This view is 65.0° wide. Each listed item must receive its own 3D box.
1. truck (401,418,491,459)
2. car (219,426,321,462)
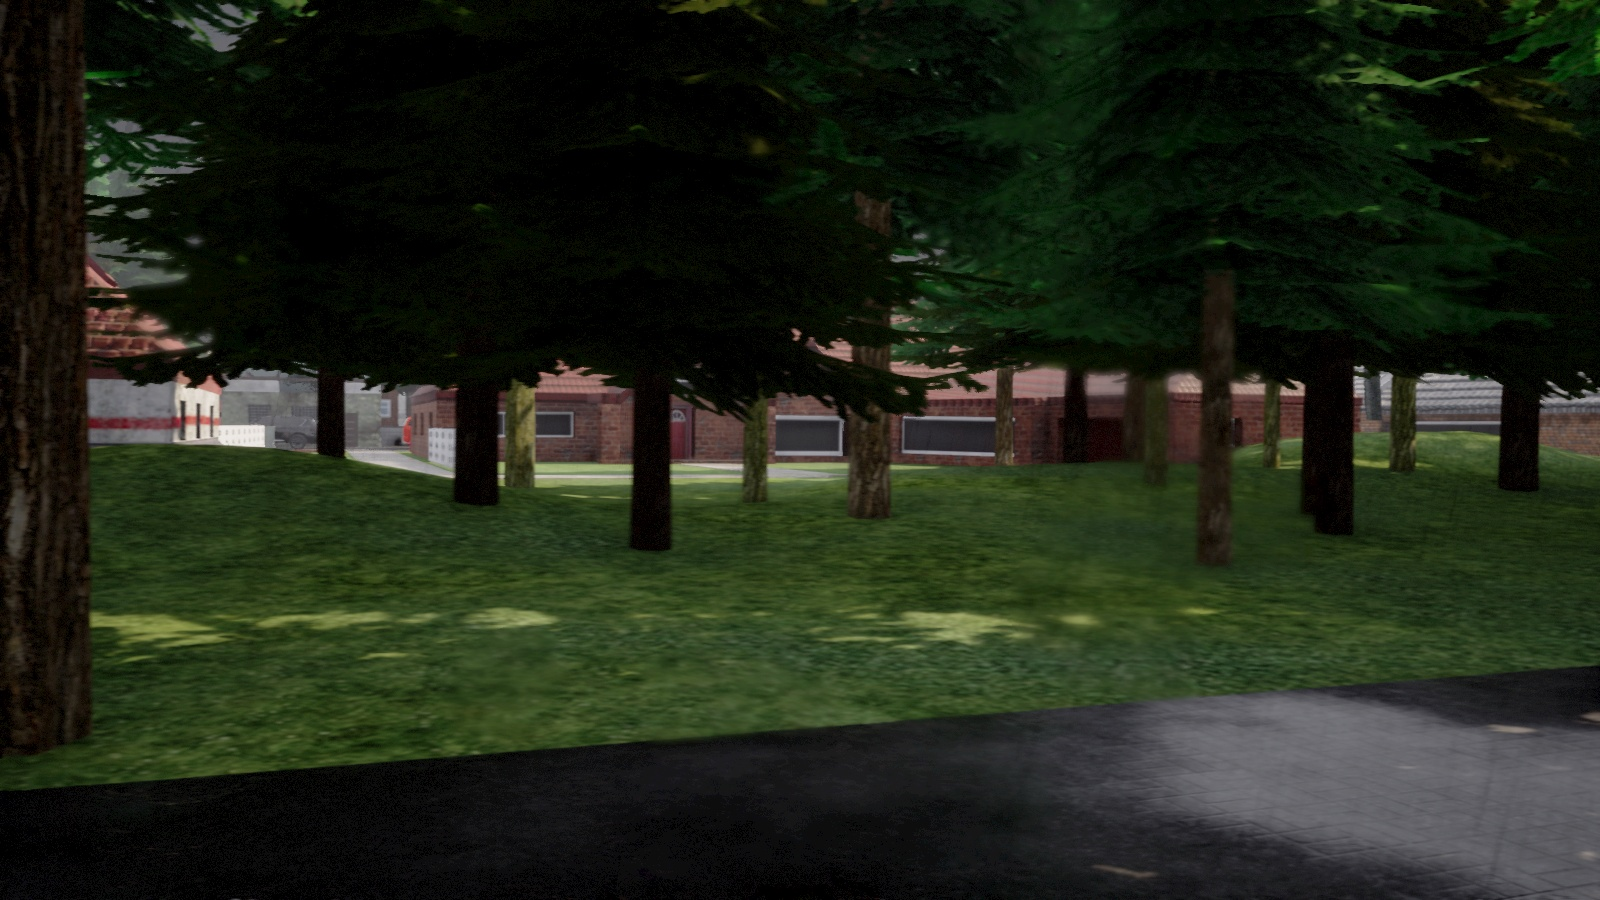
[{"bbox_3d":[-22.266,-0.732,78.929,5.204,2.467,2.627,-1,1,-21],"label":"truck"},{"bbox_3d":[-31.714,-0.366,75.341,5.566,2.045,2.150,-1,1,-20],"label":"car"}]
